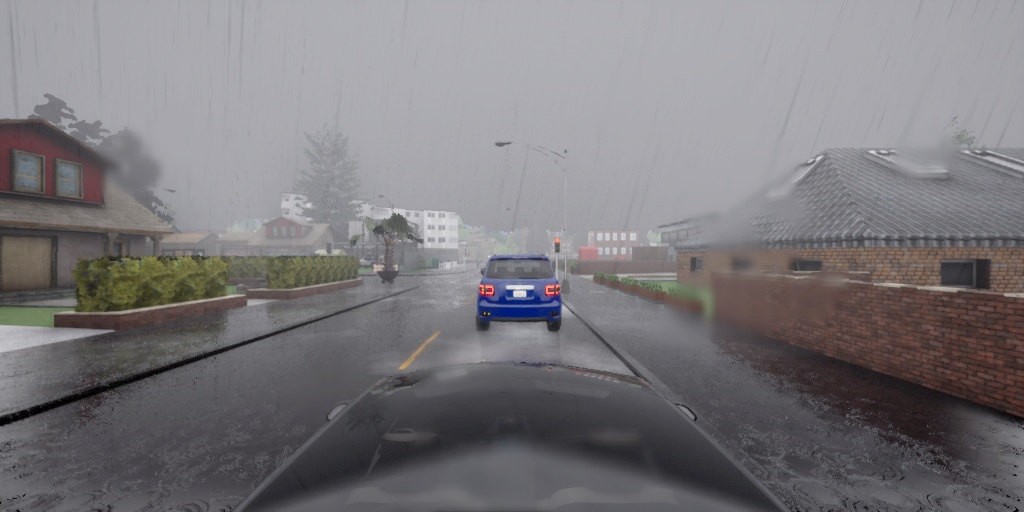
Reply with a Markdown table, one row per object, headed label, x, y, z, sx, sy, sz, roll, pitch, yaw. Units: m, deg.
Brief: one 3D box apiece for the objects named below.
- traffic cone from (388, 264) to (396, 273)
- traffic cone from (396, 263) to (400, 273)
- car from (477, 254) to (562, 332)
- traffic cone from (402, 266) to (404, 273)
| label | x | y | z | sx | sy | sz | roll | pitch | yaw |
| --- | --- | --- | --- | --- | --- | --- | --- | --- | --- |
| traffic cone | -15.421 | 1.555 | 45.883 | 0.344 | 0.586 | 0.344 | 0 | 0 | 0 |
| traffic cone | -15.056 | 1.551 | 46.450 | 0.344 | 0.586 | 0.344 | 0 | 0 | 0 |
| car | 0.185 | 0.970 | 11.005 | 2.150 | 2.045 | 5.566 | 0 | 0 | 0 |
| traffic cone | -14.049 | 1.575 | 47.482 | 0.344 | 0.586 | 0.344 | 0 | 0 | 0 |
